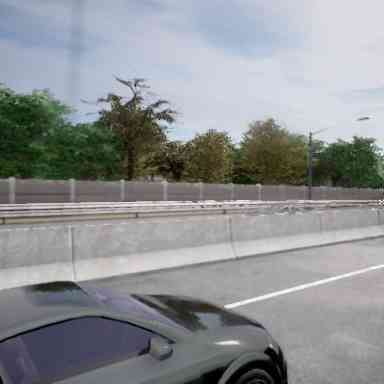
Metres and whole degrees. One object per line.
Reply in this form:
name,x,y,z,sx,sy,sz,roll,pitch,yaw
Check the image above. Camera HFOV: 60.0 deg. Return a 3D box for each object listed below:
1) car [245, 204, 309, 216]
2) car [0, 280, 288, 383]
car,5.291,1.525,20.538,4.902,1.511,2.128,0,0,-35
car,-1.067,1.564,2.985,4.181,1.385,1.994,0,0,-35
